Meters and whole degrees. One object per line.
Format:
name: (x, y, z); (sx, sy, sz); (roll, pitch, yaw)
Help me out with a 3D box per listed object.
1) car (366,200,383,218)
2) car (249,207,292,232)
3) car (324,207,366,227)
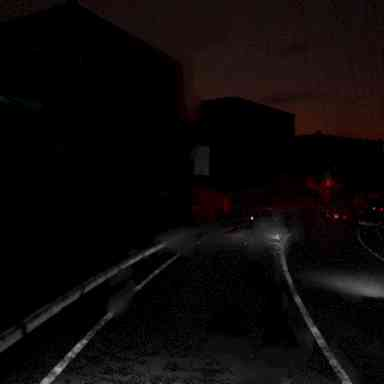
car: (21.295, 1.918, 36.873); (5.566, 2.045, 2.150); (2, 3, -40)
car: (5.069, 1.669, 21.080); (1.895, 1.301, 4.718); (3, 1, 25)
car: (12.226, 1.921, 26.910); (2.033, 1.411, 5.357); (4, 1, 36)
